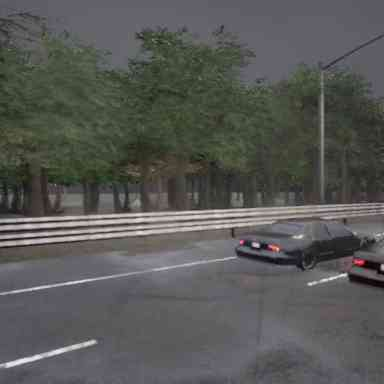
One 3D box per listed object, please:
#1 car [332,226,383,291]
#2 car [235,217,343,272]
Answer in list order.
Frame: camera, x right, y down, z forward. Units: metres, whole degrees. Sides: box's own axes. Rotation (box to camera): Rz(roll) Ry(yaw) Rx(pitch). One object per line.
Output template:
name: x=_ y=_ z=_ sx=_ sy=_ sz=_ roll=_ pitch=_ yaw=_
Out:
car: x=5.877 y=1.533 z=7.948 sx=5.357 sy=1.411 sz=2.033 roll=0 pitch=0 yaw=-35
car: x=3.845 y=1.533 z=10.800 sx=5.357 sy=1.411 sz=2.033 roll=0 pitch=0 yaw=-35
